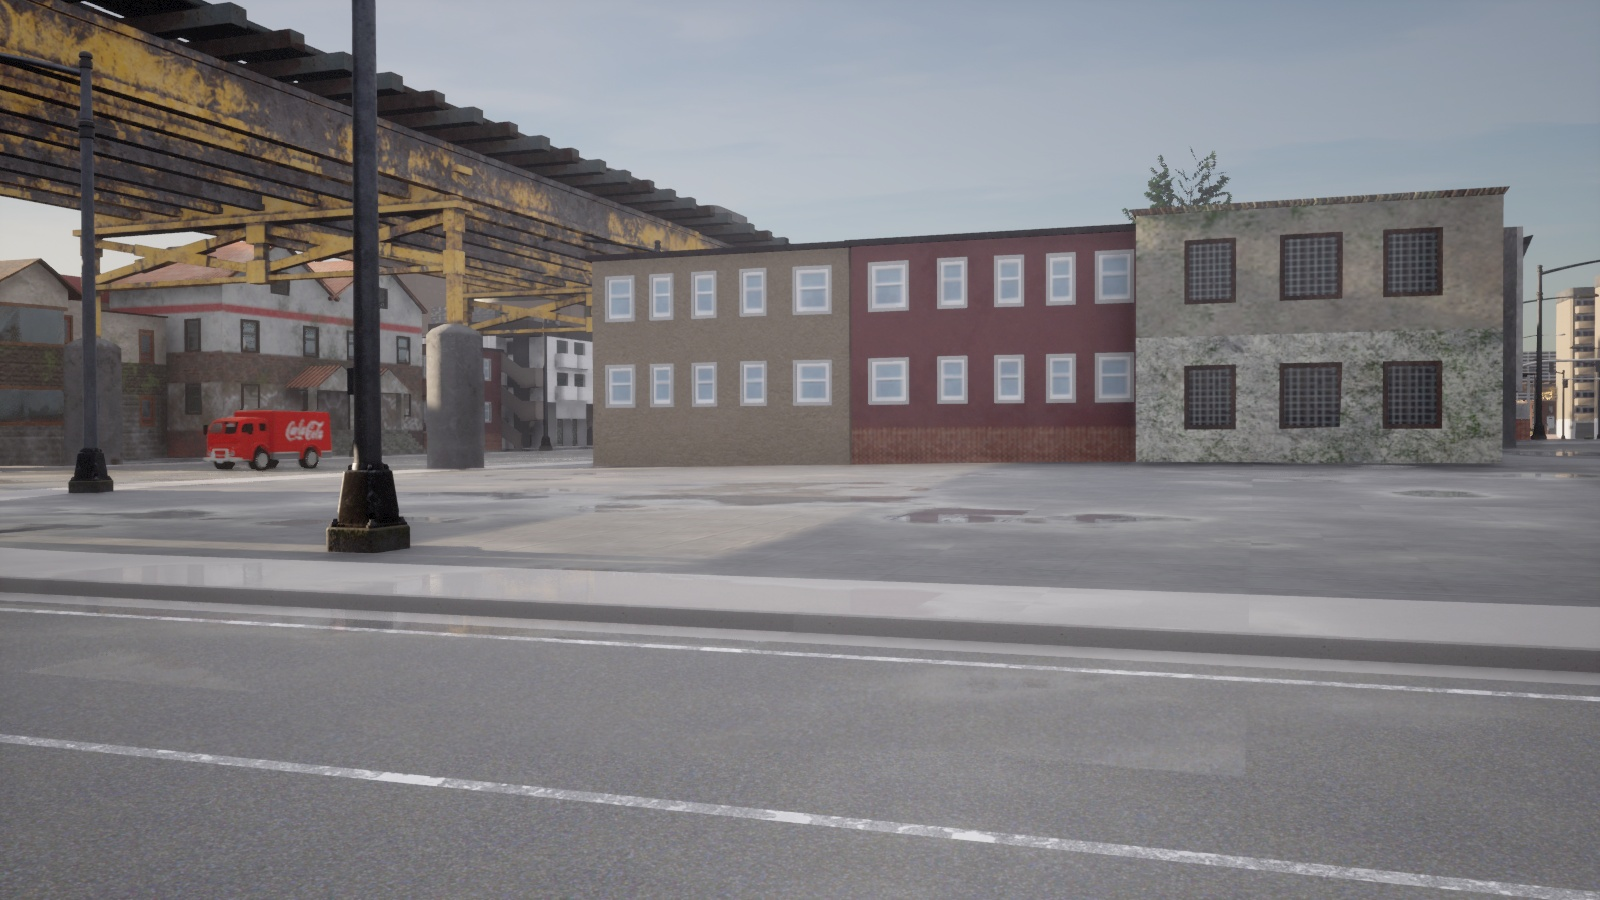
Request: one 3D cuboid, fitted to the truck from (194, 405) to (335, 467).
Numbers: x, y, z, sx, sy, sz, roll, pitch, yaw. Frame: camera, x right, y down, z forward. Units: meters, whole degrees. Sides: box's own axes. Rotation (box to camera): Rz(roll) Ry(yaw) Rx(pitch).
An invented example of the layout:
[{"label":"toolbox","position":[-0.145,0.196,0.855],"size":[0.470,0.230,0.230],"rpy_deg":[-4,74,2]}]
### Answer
[{"label":"truck","position":[-22.435,-0.591,52.875],"size":[2.627,2.467,5.204],"rpy_deg":[1,1,20]}]
